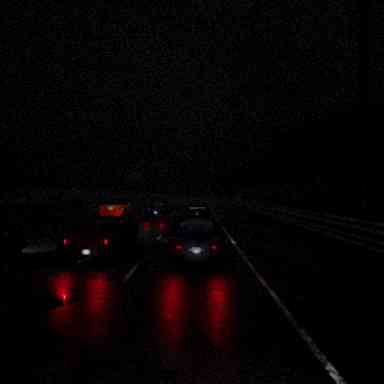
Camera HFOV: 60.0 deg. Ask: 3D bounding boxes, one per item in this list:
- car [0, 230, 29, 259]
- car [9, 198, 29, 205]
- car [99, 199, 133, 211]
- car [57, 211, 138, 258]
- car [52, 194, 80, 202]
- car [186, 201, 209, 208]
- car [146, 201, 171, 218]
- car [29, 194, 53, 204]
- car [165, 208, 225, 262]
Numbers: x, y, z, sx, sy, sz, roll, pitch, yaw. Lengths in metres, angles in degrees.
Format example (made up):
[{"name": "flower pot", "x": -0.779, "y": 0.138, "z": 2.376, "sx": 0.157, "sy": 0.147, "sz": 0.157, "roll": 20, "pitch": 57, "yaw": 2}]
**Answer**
[{"name": "car", "x": -6.876, "y": 1.551, "z": 9.600, "sx": 2.033, "sy": 1.411, "sz": 5.357, "roll": 0, "pitch": 0, "yaw": 1}, {"name": "car", "x": -23.612, "y": 1.602, "z": 46.627, "sx": 1.812, "sy": 1.442, "sz": 4.674, "roll": 0, "pitch": -1, "yaw": 3}, {"name": "car", "x": -6.520, "y": 1.375, "z": 28.990, "sx": 2.097, "sy": 1.767, "sz": 4.553, "roll": 0, "pitch": 0, "yaw": 2}, {"name": "car", "x": -3.327, "y": 1.607, "z": 12.783, "sx": 1.895, "sy": 1.301, "sz": 4.718, "roll": 0, "pitch": 0, "yaw": 1}, {"name": "car", "x": -16.665, "y": 1.427, "z": 45.328, "sx": 2.097, "sy": 1.767, "sz": 4.553, "roll": 0, "pitch": 0, "yaw": 2}, {"name": "car", "x": 0.488, "y": 1.519, "z": 29.145, "sx": 2.128, "sy": 1.511, "sz": 4.902, "roll": 0, "pitch": 0, "yaw": 2}, {"name": "car", "x": -2.984, "y": 1.554, "z": 30.185, "sx": 1.812, "sy": 1.442, "sz": 4.674, "roll": 0, "pitch": 0, "yaw": 2}, {"name": "car", "x": -20.097, "y": 1.305, "z": 46.918, "sx": 2.150, "sy": 2.045, "sz": 5.566, "roll": 0, "pitch": -1, "yaw": 3}, {"name": "car", "x": 0.164, "y": 1.533, "z": 12.087, "sx": 1.812, "sy": 1.442, "sz": 4.674, "roll": 0, "pitch": 0, "yaw": 1}]
